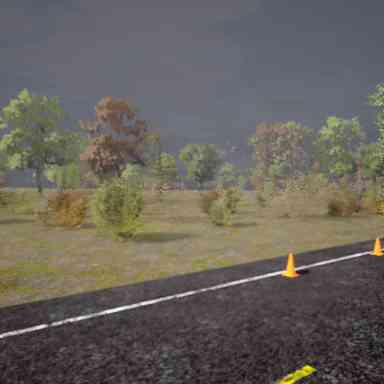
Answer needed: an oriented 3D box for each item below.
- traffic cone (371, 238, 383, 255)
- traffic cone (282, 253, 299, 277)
[{"bbox_3d":[6.715,1.952,12.011,0.340,0.580,0.340,0,0,-36],"label":"traffic cone"},{"bbox_3d":[2.695,1.965,9.038,0.340,0.580,0.340,0,0,-36],"label":"traffic cone"}]
